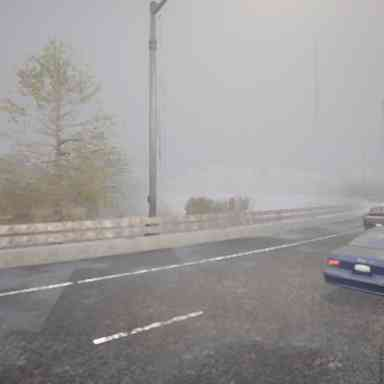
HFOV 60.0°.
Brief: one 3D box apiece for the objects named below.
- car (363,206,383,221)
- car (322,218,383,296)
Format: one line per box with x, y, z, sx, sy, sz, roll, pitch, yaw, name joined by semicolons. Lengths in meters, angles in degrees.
11.343;1.534;19.017;2.128;1.511;4.902;0;0;44;car
5.285;1.566;8.251;5.357;1.411;2.033;0;0;-41;car
